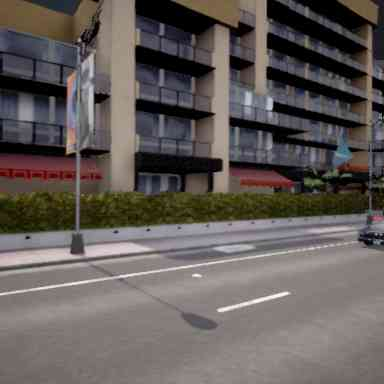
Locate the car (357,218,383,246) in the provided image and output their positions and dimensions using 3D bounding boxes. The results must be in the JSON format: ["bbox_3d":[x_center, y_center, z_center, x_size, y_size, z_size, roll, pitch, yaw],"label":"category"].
[{"bbox_3d":[9.697,1.692,15.076,5.357,1.411,2.033,1,0,-35],"label":"car"}]
